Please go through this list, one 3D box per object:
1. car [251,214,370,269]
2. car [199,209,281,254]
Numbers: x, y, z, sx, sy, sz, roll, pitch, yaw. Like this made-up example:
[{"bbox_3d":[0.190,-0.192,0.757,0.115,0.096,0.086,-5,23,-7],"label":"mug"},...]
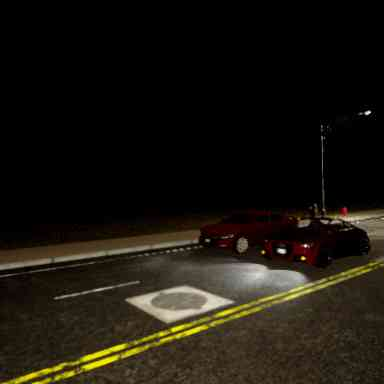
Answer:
[{"bbox_3d":[4.237,1.558,11.240,4.181,1.385,1.994,-1,0,-39],"label":"car"},{"bbox_3d":[2.524,1.524,14.032,5.008,1.535,1.882,-1,0,-39],"label":"car"}]
